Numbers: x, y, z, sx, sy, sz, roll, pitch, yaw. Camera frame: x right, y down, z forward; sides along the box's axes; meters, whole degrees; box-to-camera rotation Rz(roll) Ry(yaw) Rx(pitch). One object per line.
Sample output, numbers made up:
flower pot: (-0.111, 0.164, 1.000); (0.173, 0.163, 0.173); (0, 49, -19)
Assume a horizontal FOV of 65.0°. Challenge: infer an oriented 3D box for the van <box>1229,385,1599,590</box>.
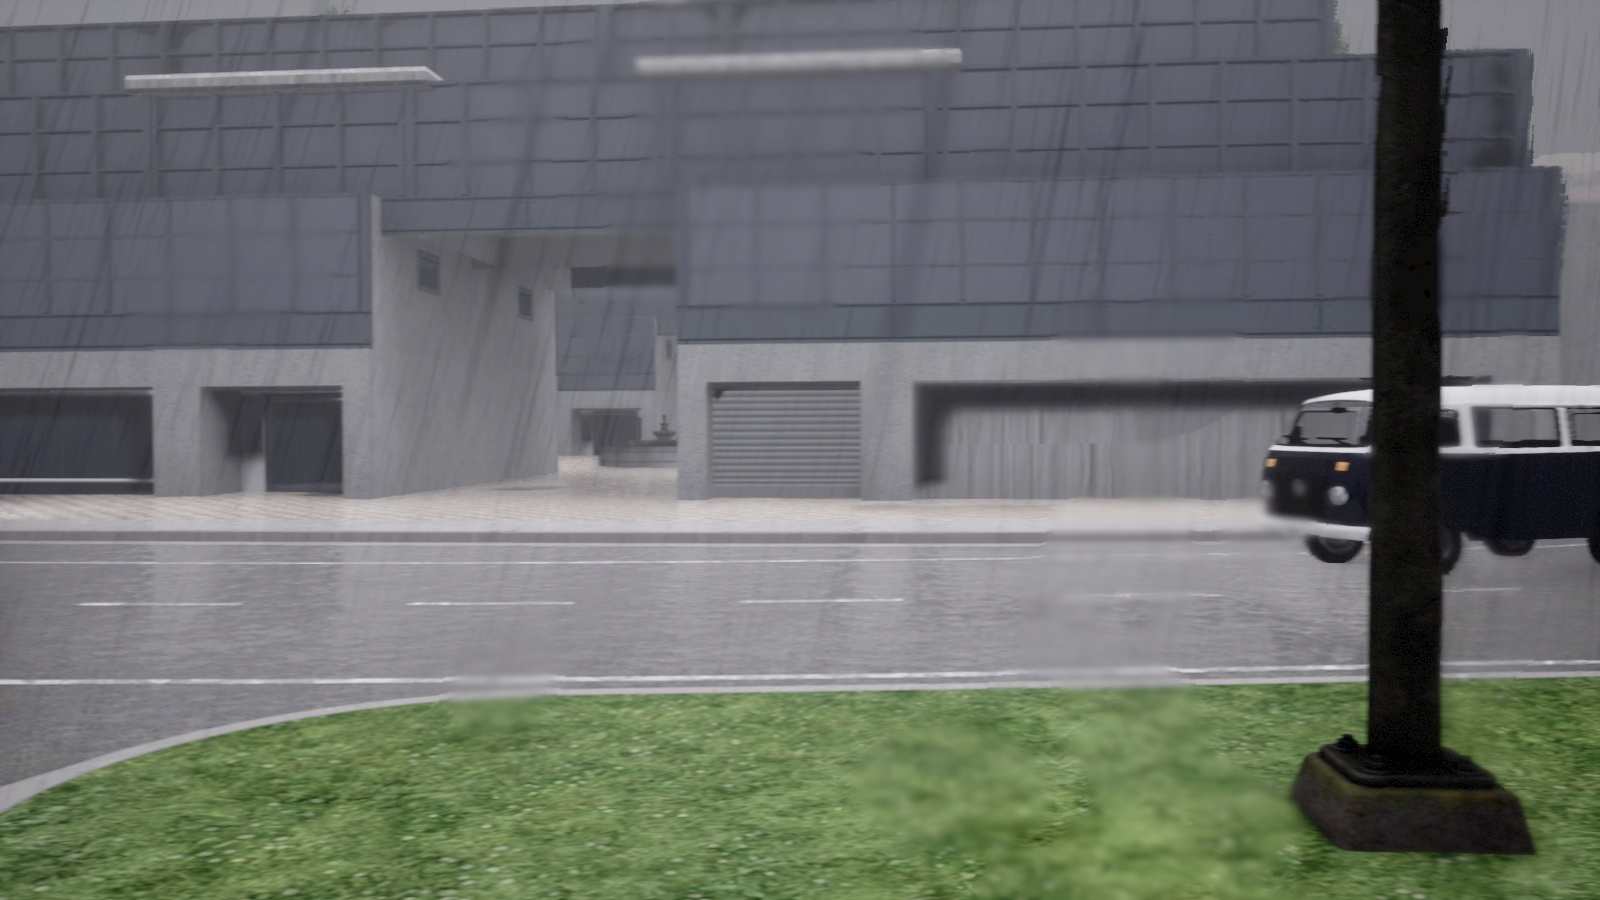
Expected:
van: (7.390, 0.347, 14.054); (4.480, 2.038, 2.069); (0, 1, -15)
